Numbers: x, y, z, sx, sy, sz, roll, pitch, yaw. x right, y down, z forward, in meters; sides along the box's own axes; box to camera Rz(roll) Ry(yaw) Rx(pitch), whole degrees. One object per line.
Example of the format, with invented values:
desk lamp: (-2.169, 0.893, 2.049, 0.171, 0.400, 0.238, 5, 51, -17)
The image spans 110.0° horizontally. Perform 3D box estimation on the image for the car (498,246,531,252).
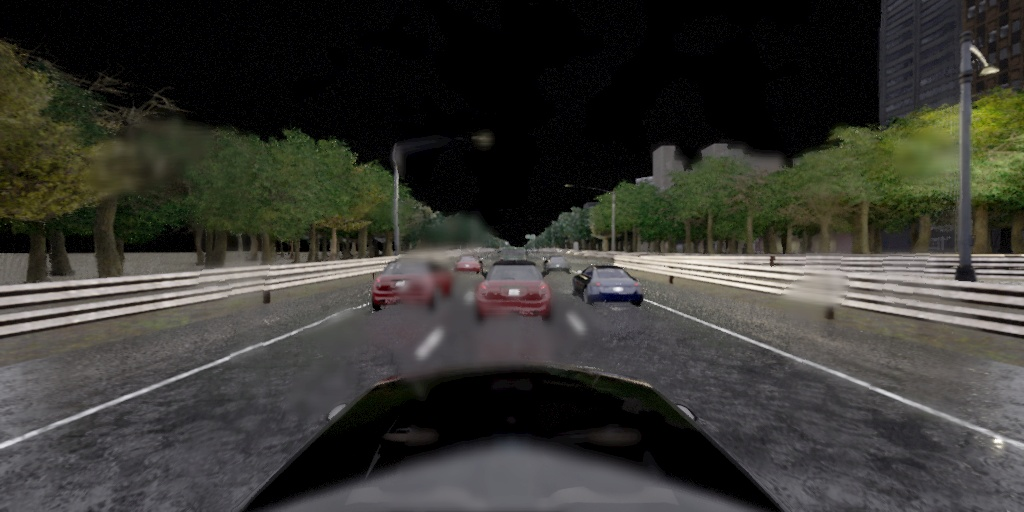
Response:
car: (0.096, 0.363, 27.912, 2.150, 2.045, 5.566, 0, 1, 0)

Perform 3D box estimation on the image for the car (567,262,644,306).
car: (3.590, 1.044, 14.110, 1.994, 1.385, 4.181, 0, 1, 0)

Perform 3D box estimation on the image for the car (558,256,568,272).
car: (3.599, 0.667, 29.444, 1.994, 1.385, 4.181, 0, 1, 0)

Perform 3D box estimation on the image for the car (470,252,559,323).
car: (0.081, 0.895, 11.347, 2.097, 1.767, 4.553, 0, 1, 0)

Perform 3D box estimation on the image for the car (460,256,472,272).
car: (-3.401, 0.669, 29.383, 1.994, 1.385, 4.181, 0, 1, 0)

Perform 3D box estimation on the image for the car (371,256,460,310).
car: (-3.414, 0.852, 13.272, 2.097, 1.767, 4.553, 0, 1, 0)
